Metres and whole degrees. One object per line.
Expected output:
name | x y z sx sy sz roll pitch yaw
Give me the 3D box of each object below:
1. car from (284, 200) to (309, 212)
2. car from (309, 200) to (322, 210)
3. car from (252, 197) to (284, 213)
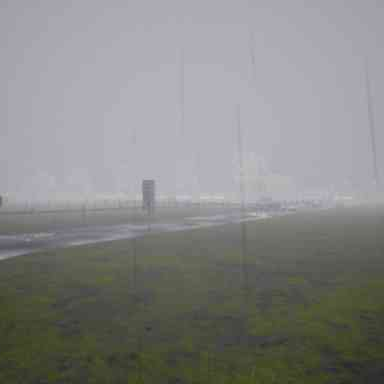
car | 13.581 2.006 44.470 1.895 1.301 4.718 -1 -1 35
car | 19.105 1.998 52.537 1.837 1.490 4.892 -1 -1 35
car | 9.925 1.637 44.221 2.150 2.045 5.566 -1 -1 35
